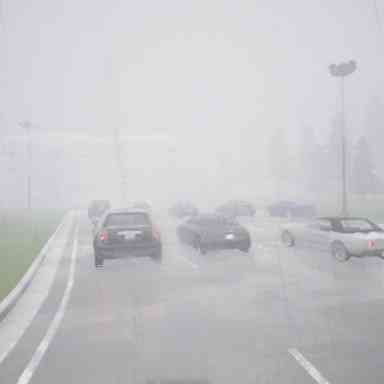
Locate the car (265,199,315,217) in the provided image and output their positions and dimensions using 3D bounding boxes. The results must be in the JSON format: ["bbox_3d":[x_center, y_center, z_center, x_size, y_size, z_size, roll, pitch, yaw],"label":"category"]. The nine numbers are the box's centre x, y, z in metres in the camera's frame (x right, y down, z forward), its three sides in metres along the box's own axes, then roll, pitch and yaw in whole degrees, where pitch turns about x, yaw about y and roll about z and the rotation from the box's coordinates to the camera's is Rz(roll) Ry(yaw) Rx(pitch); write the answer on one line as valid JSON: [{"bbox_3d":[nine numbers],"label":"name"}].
[{"bbox_3d":[7.666,1.328,26.443,1.882,1.535,5.008,-1,0,-18],"label":"car"}]

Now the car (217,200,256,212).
[{"bbox_3d":[3.538,1.403,27.741,2.128,1.511,4.902,-1,0,-18],"label":"car"}]

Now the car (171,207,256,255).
[{"bbox_3d":[0.741,1.536,13.461,1.994,1.385,4.181,-1,0,-17],"label":"car"}]

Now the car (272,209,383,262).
[{"bbox_3d":[5.009,1.509,11.788,1.895,1.301,4.718,-1,0,-16],"label":"car"}]

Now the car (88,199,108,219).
[{"bbox_3d":[-8.363,1.445,30.317,2.097,1.767,4.553,-1,0,-18],"label":"car"}]

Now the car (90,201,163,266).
[{"bbox_3d":[-2.464,1.375,12.002,2.097,1.767,4.553,-1,0,-17],"label":"car"}]

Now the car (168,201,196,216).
[{"bbox_3d":[-0.820,1.541,29.791,1.994,1.385,4.181,-1,0,-18],"label":"car"}]
